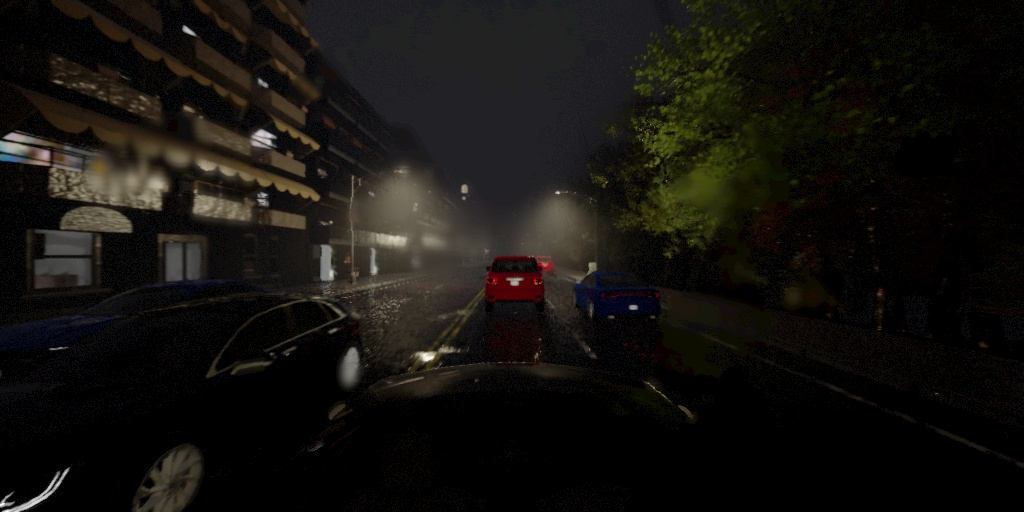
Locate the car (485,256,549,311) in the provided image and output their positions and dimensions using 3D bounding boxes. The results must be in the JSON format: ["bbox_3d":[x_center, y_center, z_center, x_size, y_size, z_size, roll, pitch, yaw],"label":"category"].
[{"bbox_3d":[0.097,1.003,14.786,2.150,2.045,5.566,0,0,0],"label":"car"}]

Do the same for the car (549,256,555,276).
[{"bbox_3d":[3.352,1.067,39.092,2.150,2.045,5.566,0,0,0],"label":"car"}]

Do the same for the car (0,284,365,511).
[{"bbox_3d":[-3.339,1.259,4.046,1.837,1.490,4.892,0,0,0],"label":"car"}]

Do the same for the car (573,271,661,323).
[{"bbox_3d":[3.339,1.252,12.310,1.882,1.535,5.008,0,0,0],"label":"car"}]

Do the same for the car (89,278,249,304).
[{"bbox_3d":[-6.579,1.240,7.060,1.882,1.535,5.008,0,0,1],"label":"car"}]
